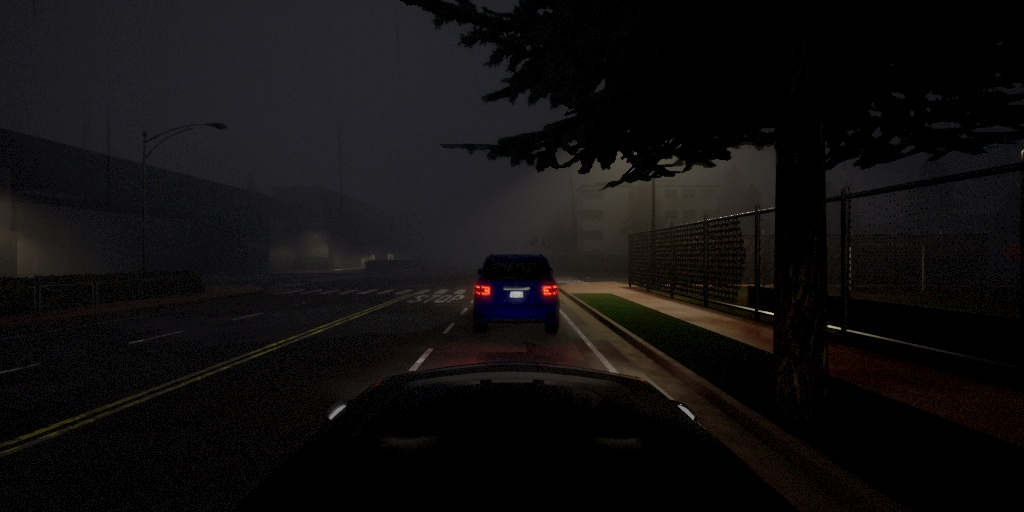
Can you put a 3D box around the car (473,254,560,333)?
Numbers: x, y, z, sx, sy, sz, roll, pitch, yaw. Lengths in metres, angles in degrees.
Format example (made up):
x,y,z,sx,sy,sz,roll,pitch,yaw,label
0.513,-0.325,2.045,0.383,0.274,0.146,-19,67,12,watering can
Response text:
x,y,z,sx,sy,sz,roll,pitch,yaw,label
0.113,0.972,10.857,2.150,2.045,5.566,0,0,0,car

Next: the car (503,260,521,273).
x,y,z,sx,sy,sz,roll,pitch,yaw,label
0.013,1.241,45.716,2.128,1.511,4.902,0,0,0,car
